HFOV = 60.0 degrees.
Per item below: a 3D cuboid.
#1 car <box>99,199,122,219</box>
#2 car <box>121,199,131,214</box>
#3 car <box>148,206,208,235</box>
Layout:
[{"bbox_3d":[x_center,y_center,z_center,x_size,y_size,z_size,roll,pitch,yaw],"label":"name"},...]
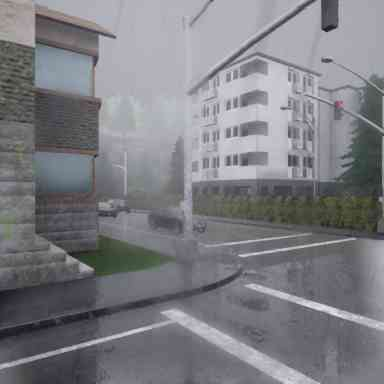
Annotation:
[{"bbox_3d":[-8.658,1.654,31.176,1.882,1.535,5.008,0,0,-35],"label":"car"},{"bbox_3d":[-8.744,1.528,37.628,2.097,1.767,4.553,0,0,-35],"label":"car"},{"bbox_3d":[-0.967,1.681,20.371,1.837,1.490,4.892,0,0,-36],"label":"car"}]
